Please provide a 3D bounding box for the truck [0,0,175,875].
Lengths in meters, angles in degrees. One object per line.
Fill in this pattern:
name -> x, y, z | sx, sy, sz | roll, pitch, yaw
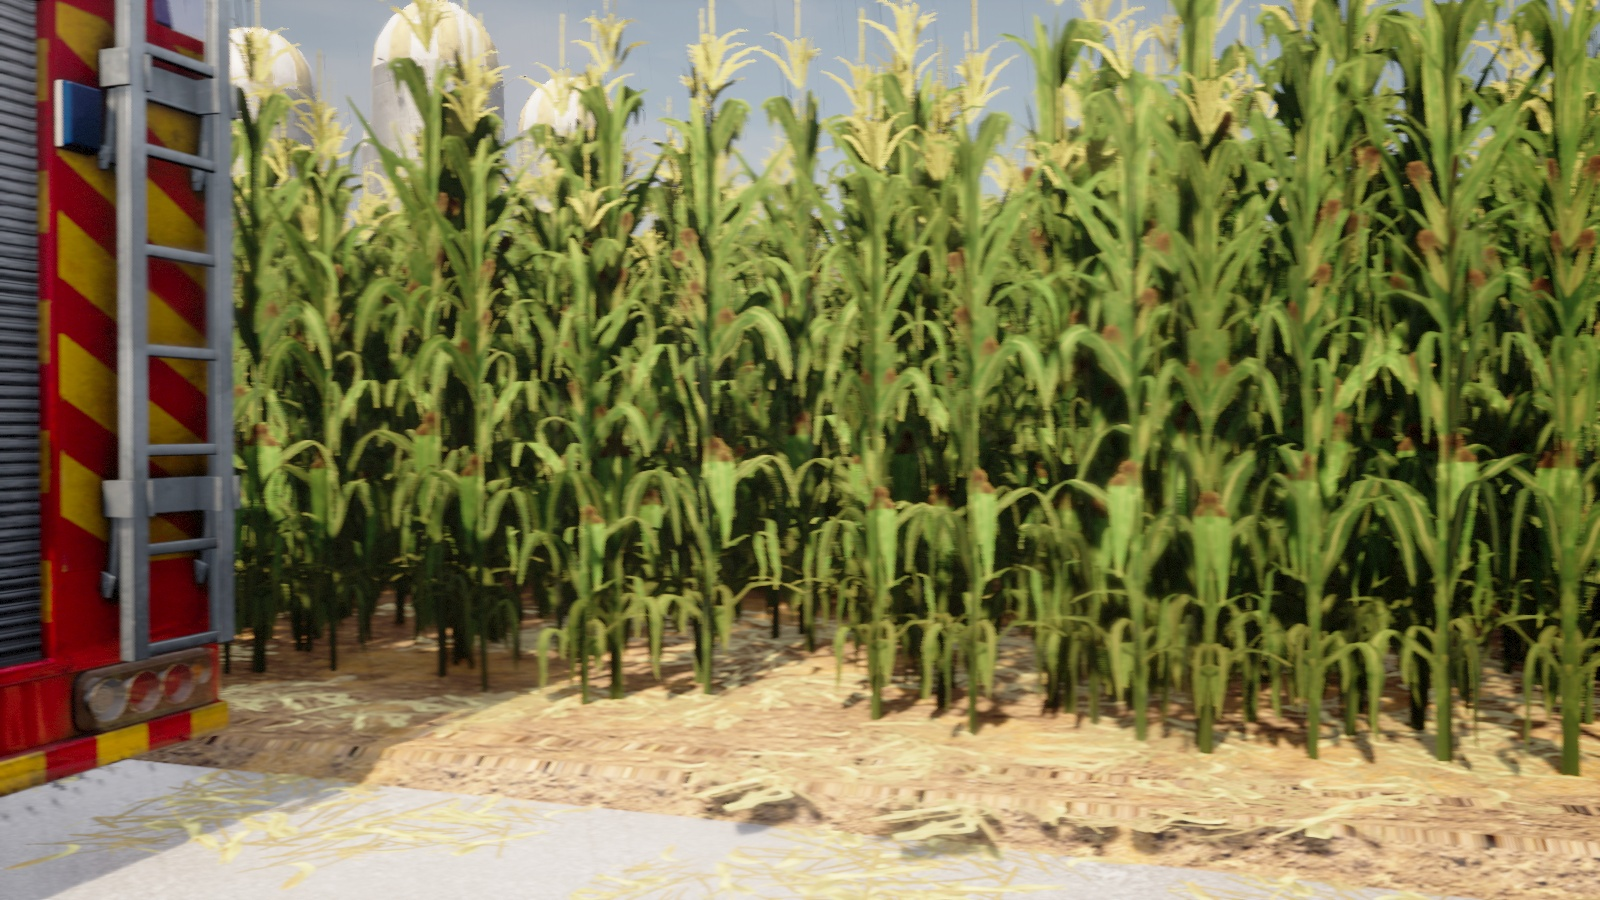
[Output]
truck -> -7.031, -0.463, 5.119 | 8.468, 3.827, 2.891 | 1, 1, 19
